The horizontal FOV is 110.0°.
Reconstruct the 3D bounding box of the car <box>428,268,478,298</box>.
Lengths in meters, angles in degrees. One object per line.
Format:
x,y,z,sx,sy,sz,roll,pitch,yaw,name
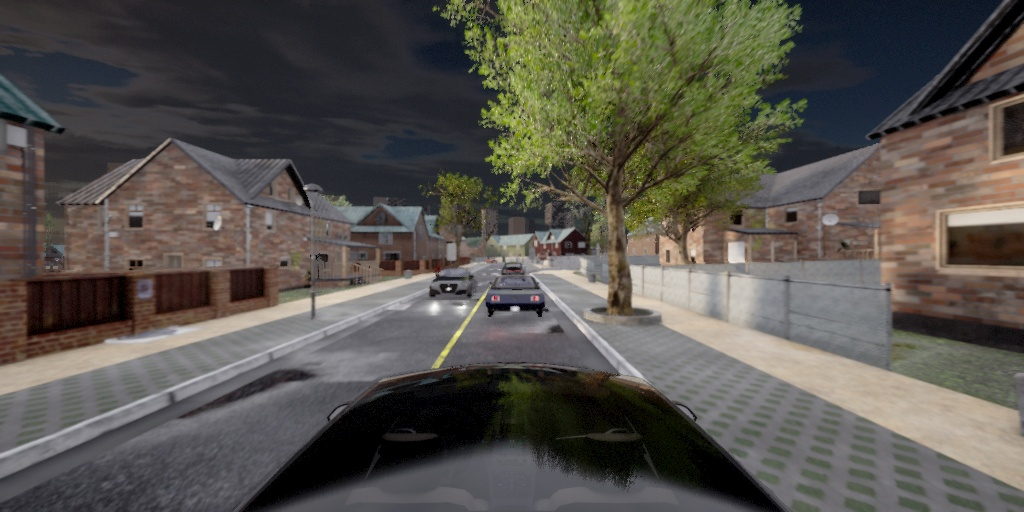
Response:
-2.842,1.288,18.071,1.994,1.385,4.181,0,0,0,car

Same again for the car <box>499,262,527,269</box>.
0.103,1.211,27.638,1.837,1.490,4.892,0,0,0,car

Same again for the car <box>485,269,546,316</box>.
0.101,1.333,13.207,1.895,1.301,4.718,0,0,0,car
